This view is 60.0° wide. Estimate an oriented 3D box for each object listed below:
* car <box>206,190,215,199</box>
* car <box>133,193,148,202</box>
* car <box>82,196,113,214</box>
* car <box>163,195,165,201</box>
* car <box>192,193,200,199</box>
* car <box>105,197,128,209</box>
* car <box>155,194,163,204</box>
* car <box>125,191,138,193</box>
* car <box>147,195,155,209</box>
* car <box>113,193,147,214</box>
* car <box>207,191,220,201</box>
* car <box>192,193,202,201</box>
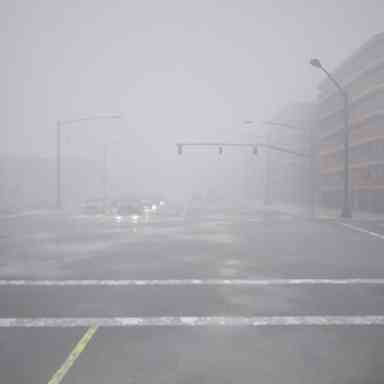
[{"bbox_3d":[4.405,0.543,75.816,2.150,2.045,5.566,0,0,0],"label":"car"},{"bbox_3d":[-9.687,0.994,63.095,2.128,1.511,4.902,0,1,1],"label":"car"},{"bbox_3d":[-9.826,1.279,34.757,2.097,1.767,4.553,0,1,0],"label":"car"},{"bbox_3d":[-6.194,1.110,62.706,1.895,1.301,4.718,0,1,1],"label":"car"},{"bbox_3d":[0.904,0.910,76.076,1.895,1.301,4.718,0,0,0],"label":"car"},{"bbox_3d":[-9.799,1.382,43.399,1.994,1.385,4.181,0,1,0],"label":"car"},{"bbox_3d":[-6.264,1.161,52.577,2.128,1.511,4.902,0,1,0],"label":"car"},{"bbox_3d":[-9.756,0.889,52.844,2.150,2.045,5.566,0,1,0],"label":"car"},{"bbox_3d":[-6.299,1.345,43.296,1.812,1.442,4.674,0,1,0],"label":"car"},{"bbox_3d":[-6.328,1.280,34.413,2.097,1.767,4.553,0,1,0],"label":"car"},{"bbox_3d":[4.472,1.022,65.832,1.994,1.385,4.181,0,1,0],"label":"car"},{"bbox_3d":[0.972,0.933,65.994,1.882,1.535,5.008,0,1,0],"label":"car"}]
